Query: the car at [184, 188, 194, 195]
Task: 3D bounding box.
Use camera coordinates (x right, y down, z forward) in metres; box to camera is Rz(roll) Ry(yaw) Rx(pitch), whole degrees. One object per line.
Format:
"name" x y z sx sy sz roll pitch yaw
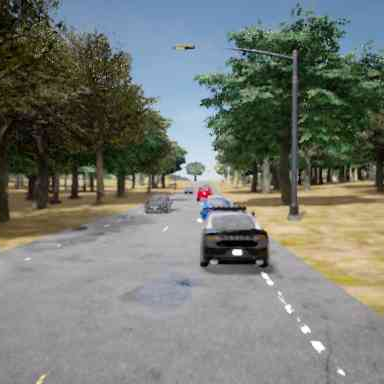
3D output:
"car" -0.605 -0.170 68.615 2.033 1.411 5.357 0 2 3

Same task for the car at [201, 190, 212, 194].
"car" 1.836 0.930 26.869 1.801 1.575 5.366 0 1 3

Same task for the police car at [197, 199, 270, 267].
"police car" 1.194 1.253 10.879 1.930 1.638 5.238 0 1 1

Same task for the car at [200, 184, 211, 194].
"car" 2.928 -0.704 69.906 2.150 2.045 5.566 0 2 3

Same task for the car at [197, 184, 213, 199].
"car" 1.822 0.154 47.125 2.150 2.045 5.566 0 2 3

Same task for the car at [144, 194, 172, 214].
"car" -2.758 0.954 28.005 1.837 1.490 4.892 0 1 3

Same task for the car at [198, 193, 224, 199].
"car" 1.533 1.104 20.704 1.882 1.535 5.008 0 1 3
